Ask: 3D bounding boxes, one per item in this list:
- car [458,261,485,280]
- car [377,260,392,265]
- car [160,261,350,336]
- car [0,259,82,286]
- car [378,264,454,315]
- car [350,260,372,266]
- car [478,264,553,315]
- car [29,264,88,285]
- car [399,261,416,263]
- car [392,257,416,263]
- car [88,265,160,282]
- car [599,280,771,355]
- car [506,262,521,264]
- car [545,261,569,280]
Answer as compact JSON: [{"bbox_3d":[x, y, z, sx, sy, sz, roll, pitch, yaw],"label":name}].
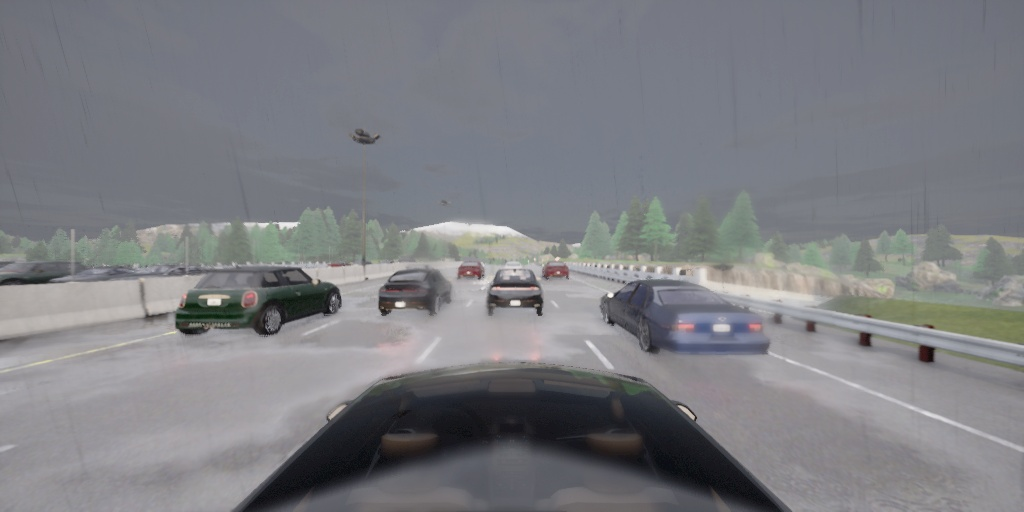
[{"bbox_3d":[-3.387,1.154,30.481,1.882,1.535,5.008,0,0,0],"label":"car"},{"bbox_3d":[-21.005,1.389,59.966,2.128,1.511,4.902,0,-1,1],"label":"car"},{"bbox_3d":[-6.900,1.079,10.440,2.097,1.767,4.553,0,0,0],"label":"car"},{"bbox_3d":[-24.591,1.057,18.332,2.097,1.767,4.553,0,0,0],"label":"car"},{"bbox_3d":[-3.396,1.224,13.350,1.837,1.490,4.892,0,0,0],"label":"car"},{"bbox_3d":[-24.513,1.369,58.619,2.128,1.511,4.902,0,-1,1],"label":"car"},{"bbox_3d":[0.104,1.211,13.320,2.128,1.511,4.902,0,0,0],"label":"car"},{"bbox_3d":[-21.091,1.269,18.573,1.994,1.385,4.181,0,0,0],"label":"car"},{"bbox_3d":[-6.890,1.283,27.146,1.895,1.301,4.718,0,0,0],"label":"car"},{"bbox_3d":[-17.504,1.109,59.474,2.150,2.045,5.566,0,-1,1],"label":"car"},{"bbox_3d":[-17.592,1.198,18.318,2.128,1.511,4.902,0,0,0],"label":"car"},{"bbox_3d":[3.601,1.279,8.669,2.033,1.411,5.357,0,0,0],"label":"car"},{"bbox_3d":[0.112,1.203,29.939,1.812,1.442,4.674,0,0,0],"label":"car"},{"bbox_3d":[3.620,1.154,30.495,1.882,1.535,5.008,0,0,0],"label":"car"}]
